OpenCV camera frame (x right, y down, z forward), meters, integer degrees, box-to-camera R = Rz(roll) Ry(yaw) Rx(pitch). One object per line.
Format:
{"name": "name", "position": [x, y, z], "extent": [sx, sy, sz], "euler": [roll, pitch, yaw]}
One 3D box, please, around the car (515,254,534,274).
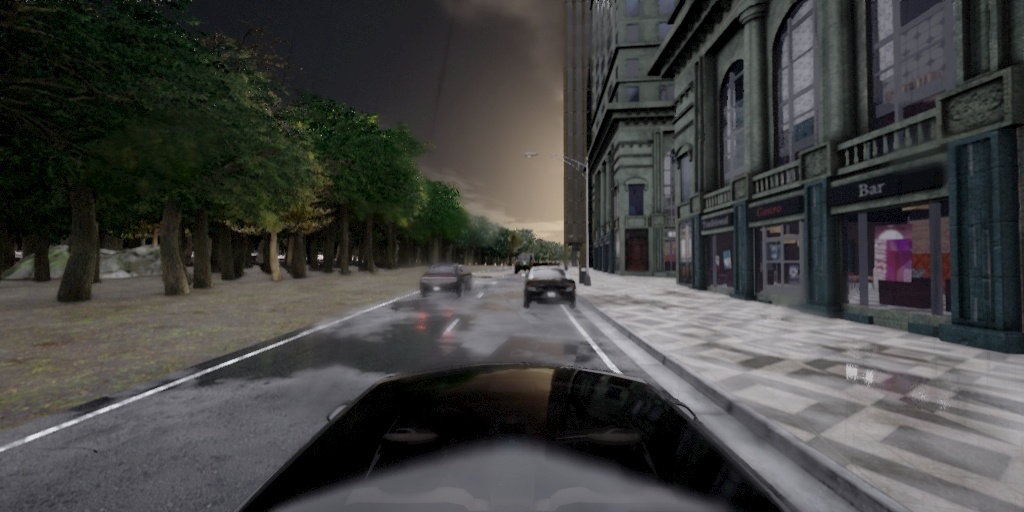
{"name": "car", "position": [1.504, 0.814, 38.850], "extent": [2.150, 2.045, 5.566], "euler": [0, 0, 5]}

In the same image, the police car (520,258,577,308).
{"name": "police car", "position": [1.416, 1.079, 14.674], "extent": [1.930, 1.638, 5.238], "euler": [0, 1, 2]}

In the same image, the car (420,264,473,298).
{"name": "car", "position": [-3.088, 1.126, 17.544], "extent": [2.128, 1.511, 4.902], "euler": [0, 0, 2]}
